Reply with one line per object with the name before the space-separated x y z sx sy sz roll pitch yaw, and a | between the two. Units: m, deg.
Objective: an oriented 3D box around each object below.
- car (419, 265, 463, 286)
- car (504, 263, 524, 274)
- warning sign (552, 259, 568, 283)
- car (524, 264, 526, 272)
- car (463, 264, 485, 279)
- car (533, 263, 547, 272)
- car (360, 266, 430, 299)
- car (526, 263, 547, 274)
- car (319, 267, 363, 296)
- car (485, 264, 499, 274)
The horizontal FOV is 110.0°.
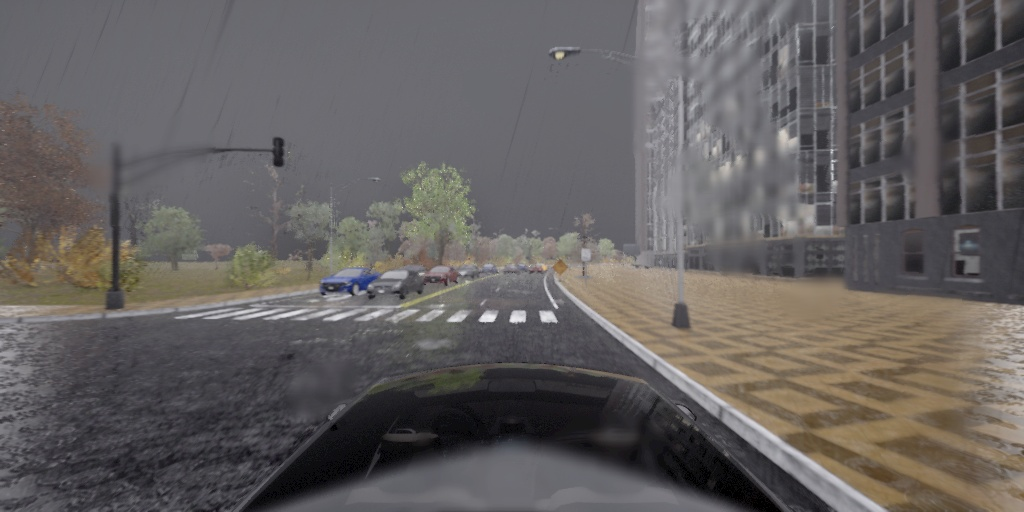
car | -5.569 1.510 28.677 1.882 1.535 5.008 0 -1 4
car | 0.026 1.842 50.614 2.033 1.411 5.357 0 -1 8
warning sign | 3.850 1.175 28.659 1.300 1.860 1.060 0 0 4
car | 1.549 1.941 60.854 1.812 1.442 4.674 0 -1 10
car | -4.681 1.639 38.802 2.128 1.511 4.902 0 -1 6
car | 4.862 1.904 60.956 1.882 1.535 5.008 0 -1 10
car | -6.132 1.454 19.461 1.812 1.442 4.674 0 -1 3
car | 3.519 1.913 51.149 1.895 1.301 4.718 0 -1 8
car | -9.296 1.416 21.173 1.882 1.535 5.008 0 -1 3
car | -3.228 1.813 50.936 1.812 1.442 4.674 0 -1 8
